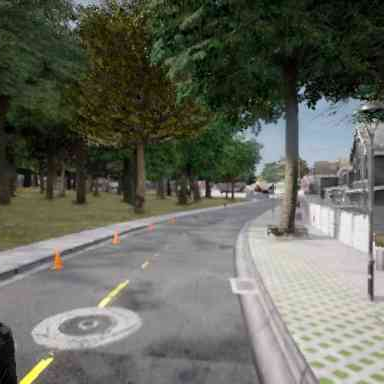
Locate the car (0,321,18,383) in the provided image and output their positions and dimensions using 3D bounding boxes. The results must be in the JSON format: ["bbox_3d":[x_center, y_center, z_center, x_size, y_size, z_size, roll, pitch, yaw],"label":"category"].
[{"bbox_3d":[-2.373,1.470,0.645,1.882,1.535,5.008,0,0,1],"label":"car"}]

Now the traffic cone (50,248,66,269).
[{"bbox_3d":[-4.014,1.974,9.950,0.340,0.580,0.340,0,0,6],"label":"traffic cone"}]

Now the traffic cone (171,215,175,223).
[{"bbox_3d":[-1.461,2.037,25.064,0.340,0.580,0.340,0,0,14],"label":"traffic cone"}]

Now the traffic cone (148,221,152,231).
[{"bbox_3d":[-2.543,2.015,20.068,0.340,0.580,0.340,0,0,11],"label":"traffic cone"}]

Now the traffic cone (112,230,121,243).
[{"bbox_3d":[-3.394,1.994,15.026,0.340,0.580,0.340,0,0,8],"label":"traffic cone"}]
